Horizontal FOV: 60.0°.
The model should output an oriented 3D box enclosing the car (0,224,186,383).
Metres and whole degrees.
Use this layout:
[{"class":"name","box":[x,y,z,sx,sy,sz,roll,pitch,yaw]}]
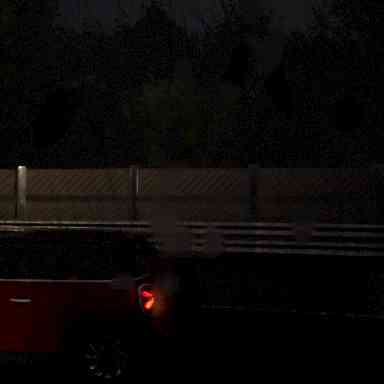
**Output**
[{"class":"car","box":[-2.436,1.352,5.008,4.553,1.767,2.097,0,0,8]}]
